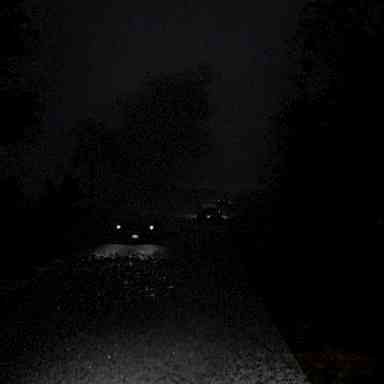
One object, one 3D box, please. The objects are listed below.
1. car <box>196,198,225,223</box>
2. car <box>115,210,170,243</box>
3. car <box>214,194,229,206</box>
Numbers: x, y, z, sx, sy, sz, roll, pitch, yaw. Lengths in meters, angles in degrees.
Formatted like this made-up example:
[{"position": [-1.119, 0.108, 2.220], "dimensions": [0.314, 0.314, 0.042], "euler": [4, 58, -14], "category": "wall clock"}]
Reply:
[{"position": [1.346, 1.447, 24.913], "dimensions": [1.812, 1.442, 4.674], "euler": [0, 1, 5], "category": "car"}, {"position": [-2.304, 1.589, 16.406], "dimensions": [1.895, 1.301, 4.718], "euler": [1, 0, 4], "category": "car"}, {"position": [3.675, 0.941, 42.683], "dimensions": [2.033, 1.411, 5.357], "euler": [1, 3, 9], "category": "car"}]
